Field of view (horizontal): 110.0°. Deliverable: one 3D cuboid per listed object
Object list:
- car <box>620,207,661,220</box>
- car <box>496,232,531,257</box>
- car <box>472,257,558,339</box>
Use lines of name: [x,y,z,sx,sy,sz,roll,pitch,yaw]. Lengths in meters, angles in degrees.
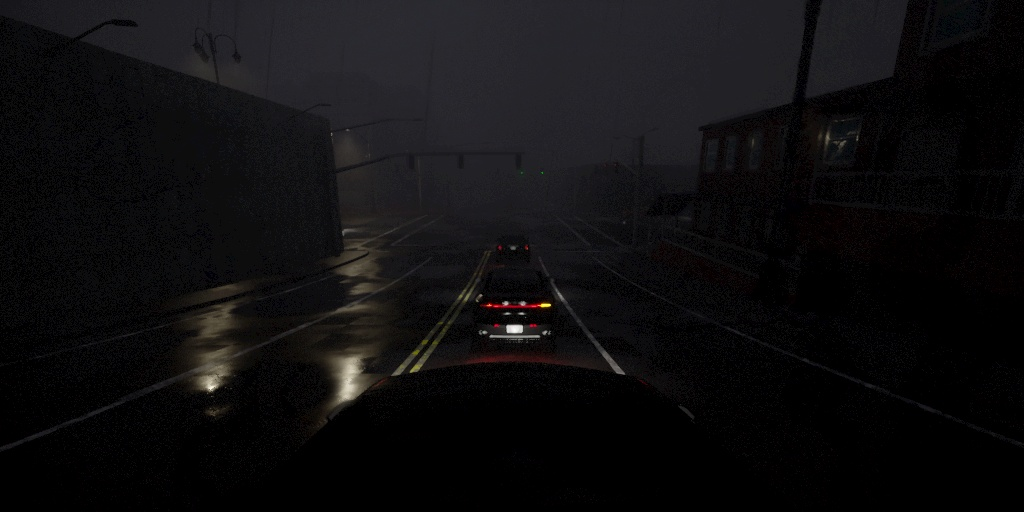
car: [16.481,-5.543,45.995,5.008,1.535,1.882,0,12,0]
car: [0.072,-0.809,23.270,2.097,1.767,4.553,0,10,0]
car: [0.072,1.006,9.333,1.837,1.490,4.892,0,4,0]
